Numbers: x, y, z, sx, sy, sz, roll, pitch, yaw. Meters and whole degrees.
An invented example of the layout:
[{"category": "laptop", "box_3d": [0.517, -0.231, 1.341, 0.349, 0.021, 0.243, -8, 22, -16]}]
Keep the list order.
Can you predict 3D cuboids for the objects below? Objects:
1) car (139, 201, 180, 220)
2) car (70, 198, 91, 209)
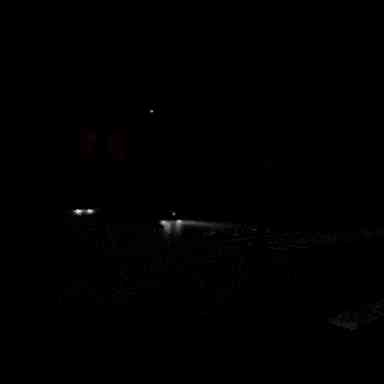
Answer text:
[{"category": "car", "box_3d": [-2.927, 1.553, 29.383, 2.128, 1.511, 4.902, 0, 0, -36]}, {"category": "car", "box_3d": [-16.063, 1.627, 47.753, 1.882, 1.535, 5.008, 0, 0, -35]}]
